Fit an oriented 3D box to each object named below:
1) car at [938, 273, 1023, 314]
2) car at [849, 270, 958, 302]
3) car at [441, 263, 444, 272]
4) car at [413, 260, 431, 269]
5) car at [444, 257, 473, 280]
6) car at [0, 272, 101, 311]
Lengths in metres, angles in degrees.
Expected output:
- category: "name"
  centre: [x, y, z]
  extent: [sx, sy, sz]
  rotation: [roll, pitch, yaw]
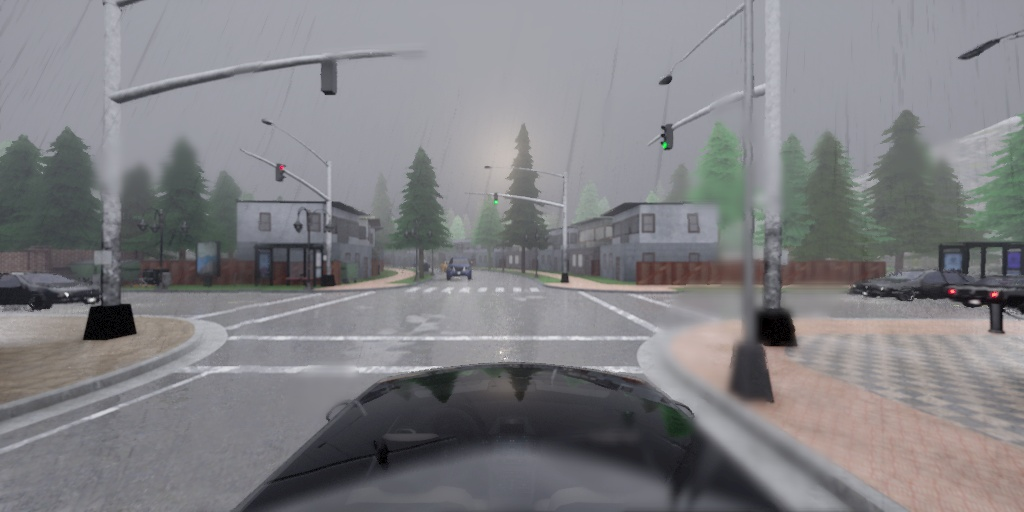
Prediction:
- category: "car"
  centre: [19.238, 1.399, 13.125]
  extent: [4.718, 1.301, 1.895]
  rotation: [0, 0, 2]
- category: "car"
  centre: [19.200, 1.366, 16.727]
  extent: [5.357, 1.411, 2.033]
  rotation: [0, 0, 2]
- category: "car"
  centre: [-8.213, 1.454, 47.538]
  extent: [1.882, 1.535, 5.008]
  rotation: [0, 0, -20]
- category: "car"
  centre: [-15.647, 1.390, 62.218]
  extent: [1.812, 1.442, 4.674]
  rotation: [0, 0, -36]
- category: "car"
  centre: [-4.830, 1.116, 33.105]
  extent: [2.150, 2.045, 5.566]
  rotation: [0, 0, -7]
- category: "car"
  centre: [-19.324, 1.355, 14.307]
  extent: [5.357, 1.411, 2.033]
  rotation: [0, 0, 2]
